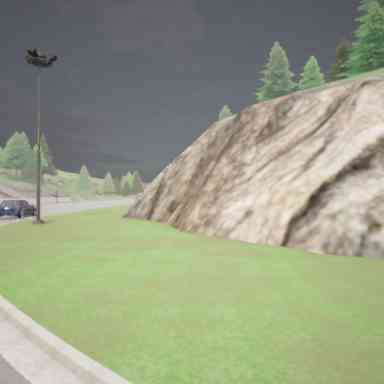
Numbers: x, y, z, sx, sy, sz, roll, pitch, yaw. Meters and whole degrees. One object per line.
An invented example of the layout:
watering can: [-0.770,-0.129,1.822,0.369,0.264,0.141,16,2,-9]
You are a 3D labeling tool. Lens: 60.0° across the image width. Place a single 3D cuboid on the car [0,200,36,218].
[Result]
car: [-16.432,1.505,31.474,2.097,1.767,4.553,0,0,-4]
